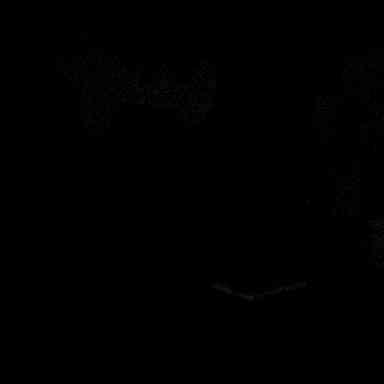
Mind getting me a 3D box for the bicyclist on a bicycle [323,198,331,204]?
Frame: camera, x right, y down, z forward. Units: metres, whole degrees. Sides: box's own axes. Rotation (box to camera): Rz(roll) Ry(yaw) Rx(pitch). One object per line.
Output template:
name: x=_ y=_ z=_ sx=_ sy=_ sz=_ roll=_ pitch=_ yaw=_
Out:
bicyclist on a bicycle: x=13.757 y=1.416 z=33.992 sx=1.656 sy=1.620 sz=0.582 roll=0 pitch=0 yaw=-35
